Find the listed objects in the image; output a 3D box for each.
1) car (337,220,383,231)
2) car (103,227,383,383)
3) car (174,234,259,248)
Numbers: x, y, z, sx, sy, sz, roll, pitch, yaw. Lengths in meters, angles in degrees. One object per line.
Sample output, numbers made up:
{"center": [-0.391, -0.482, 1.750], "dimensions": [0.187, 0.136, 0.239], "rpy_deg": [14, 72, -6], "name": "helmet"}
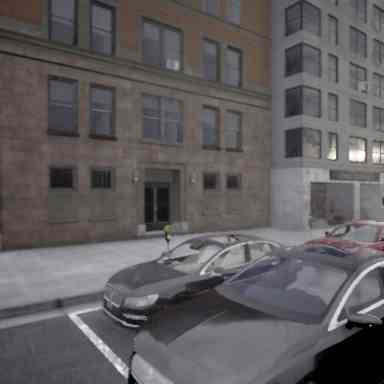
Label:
{"center": [5.113, 1.545, 9.826], "dimensions": [4.507, 1.381, 1.887], "rpy_deg": [0, 0, -35], "name": "car"}
{"center": [1.596, 1.492, 4.190], "dimensions": [4.902, 1.511, 2.128], "rpy_deg": [0, 0, -36], "name": "car"}
{"center": [0.484, 1.551, 6.530], "dimensions": [4.403, 1.369, 2.008], "rpy_deg": [0, 0, -35], "name": "car"}
